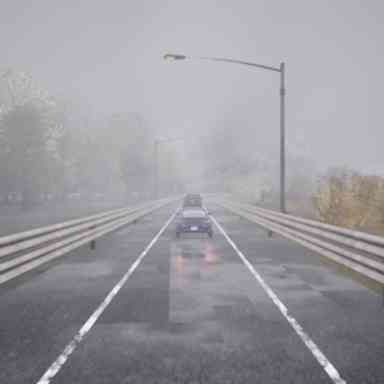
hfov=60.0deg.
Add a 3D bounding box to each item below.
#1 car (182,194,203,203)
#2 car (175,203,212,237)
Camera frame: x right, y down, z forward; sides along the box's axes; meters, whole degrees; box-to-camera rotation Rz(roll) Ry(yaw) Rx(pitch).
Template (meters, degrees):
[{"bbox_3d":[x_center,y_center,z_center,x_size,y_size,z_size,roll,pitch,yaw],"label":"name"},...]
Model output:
[{"bbox_3d":[0.095,1.218,38.475,2.150,2.045,5.566,0,0,0],"label":"car"},{"bbox_3d":[0.095,1.527,17.872,1.812,1.442,4.674,0,0,0],"label":"car"}]
